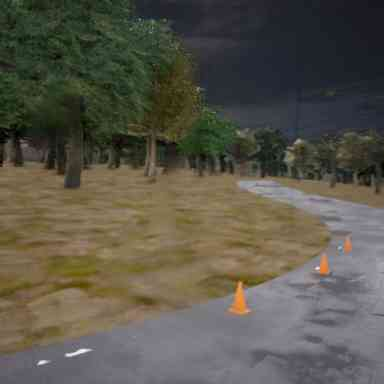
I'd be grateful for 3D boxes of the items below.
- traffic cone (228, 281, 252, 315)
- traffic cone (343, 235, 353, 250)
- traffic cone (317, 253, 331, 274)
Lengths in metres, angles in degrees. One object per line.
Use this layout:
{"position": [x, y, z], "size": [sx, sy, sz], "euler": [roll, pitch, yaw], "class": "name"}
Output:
{"position": [0.968, 2.092, 6.684], "size": [0.340, 0.580, 0.340], "euler": [2, -1, -44], "class": "traffic cone"}
{"position": [6.550, 2.117, 13.965], "size": [0.340, 0.580, 0.340], "euler": [0, 1, 29], "class": "traffic cone"}
{"position": [4.021, 2.153, 10.123], "size": [0.340, 0.580, 0.340], "euler": [0, 0, 37], "class": "traffic cone"}
